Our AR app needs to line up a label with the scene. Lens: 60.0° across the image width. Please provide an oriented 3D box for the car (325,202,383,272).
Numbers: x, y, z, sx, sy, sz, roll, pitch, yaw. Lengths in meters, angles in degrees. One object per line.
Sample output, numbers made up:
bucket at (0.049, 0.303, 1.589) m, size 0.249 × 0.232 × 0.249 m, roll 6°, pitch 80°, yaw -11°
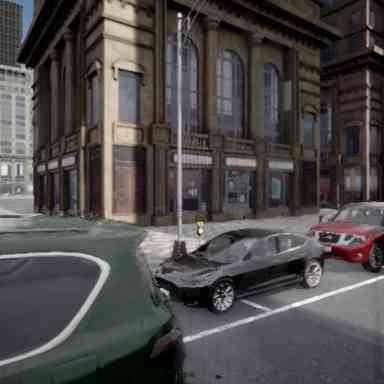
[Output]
car at (5.822, 1.268, 10.789) m, size 5.009 × 1.841 × 2.192 m, roll 0°, pitch 0°, yaw -35°

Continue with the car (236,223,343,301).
car at (1.260, 1.543, 7.540) m, size 4.313 × 1.339 × 1.947 m, roll 0°, pitch 0°, yaw -35°

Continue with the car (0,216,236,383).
car at (-2.608, 1.227, 1.519) m, size 5.566 × 2.045 × 2.150 m, roll 0°, pitch 0°, yaw -35°

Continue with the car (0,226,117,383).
car at (-3.303, 1.441, 4.289) m, size 4.097 × 1.590 × 1.967 m, roll 0°, pitch 0°, yaw -35°
